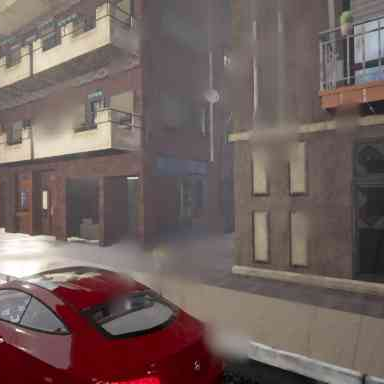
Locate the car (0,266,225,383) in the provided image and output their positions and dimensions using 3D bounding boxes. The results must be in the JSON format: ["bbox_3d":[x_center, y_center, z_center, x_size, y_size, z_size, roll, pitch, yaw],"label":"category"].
[{"bbox_3d":[-1.613,1.583,3.999,4.206,1.307,1.802,0,-1,36],"label":"car"}]
